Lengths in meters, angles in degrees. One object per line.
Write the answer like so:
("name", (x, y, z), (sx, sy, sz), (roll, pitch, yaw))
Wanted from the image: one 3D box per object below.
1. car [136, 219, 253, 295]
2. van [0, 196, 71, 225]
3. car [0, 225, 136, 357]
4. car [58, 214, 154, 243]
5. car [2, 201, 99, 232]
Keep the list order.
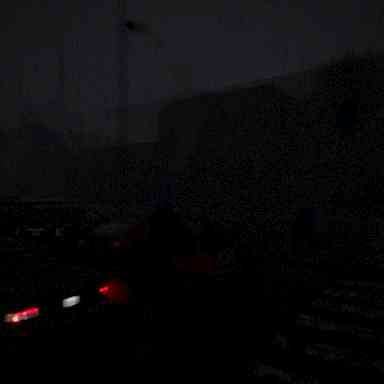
("car", (0.547, 1.519, 9.061), (2.163, 1.488, 4.792), (1, -1, 15))
("van", (-6.722, 1.266, 14.414), (1.878, 1.987, 4.442), (0, -1, 15))
("car", (-3.694, 1.548, 6.013), (5.357, 1.411, 2.033), (0, 0, 36))
("car", (-1.899, 1.530, 10.831), (2.002, 1.452, 4.674), (0, -1, 15))
("car", (-4.332, 1.364, 12.539), (2.185, 1.767, 4.553), (0, -1, 15))
